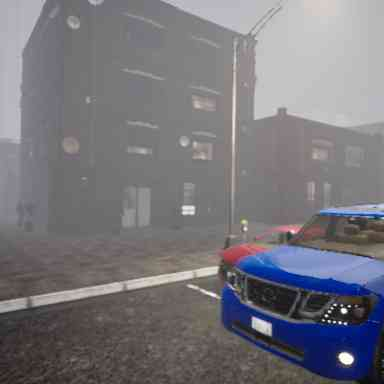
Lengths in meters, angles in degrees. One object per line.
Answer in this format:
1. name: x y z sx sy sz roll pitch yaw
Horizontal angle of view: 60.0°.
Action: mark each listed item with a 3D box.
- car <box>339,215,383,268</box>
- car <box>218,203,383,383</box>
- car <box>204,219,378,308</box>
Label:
1. car: 7.359 1.598 11.796 4.507 1.381 1.887 0 1 -35
2. car: 3.065 1.245 5.553 5.566 2.045 2.150 0 0 -36
3. car: 2.690 1.574 8.558 4.507 1.381 1.887 0 1 -35
